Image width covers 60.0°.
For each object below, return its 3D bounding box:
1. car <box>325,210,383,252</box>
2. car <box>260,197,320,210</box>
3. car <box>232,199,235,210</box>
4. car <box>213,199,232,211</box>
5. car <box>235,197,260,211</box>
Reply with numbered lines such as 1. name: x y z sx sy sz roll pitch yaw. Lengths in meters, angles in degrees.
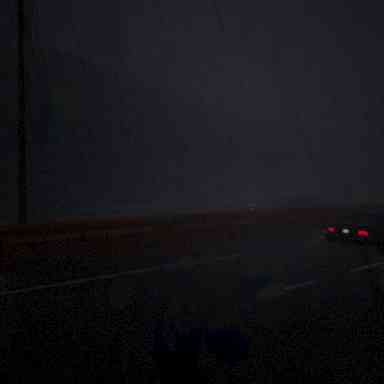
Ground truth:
1. car: 7.596 1.434 13.352 5.357 1.411 2.033 -1 0 -34
2. car: 8.023 1.175 26.252 4.553 1.767 2.097 -1 0 -31
3. car: 6.831 1.300 33.705 4.892 1.490 1.837 -1 0 -30
4. car: 4.710 1.397 36.539 4.718 1.301 1.895 -1 0 -30
5. car: 6.642 1.294 29.521 5.008 1.535 1.882 -1 0 -31
